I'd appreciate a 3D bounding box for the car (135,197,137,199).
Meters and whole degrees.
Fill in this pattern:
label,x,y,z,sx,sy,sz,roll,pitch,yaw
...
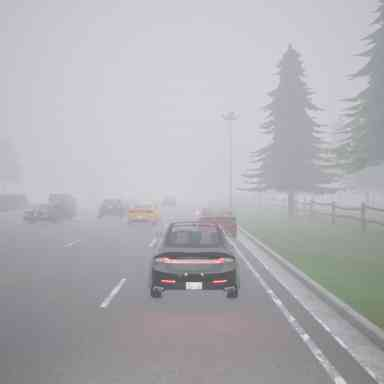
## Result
label,x,y,z,sx,sy,sz,roll,pitch,yaw
car,-10.358,1.564,59.254,1.994,1.385,4.181,0,0,0

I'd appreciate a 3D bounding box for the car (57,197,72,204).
label,x,y,z,sx,sy,sz,roll,pitch,yaw
car,-24.696,1.600,64.305,1.895,1.301,4.718,0,0,-32

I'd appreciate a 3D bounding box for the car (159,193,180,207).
label,x,y,z,sx,sy,sz,roll,pitch,yaw
car,-3.363,1.351,49.834,2.097,1.767,4.553,0,0,0

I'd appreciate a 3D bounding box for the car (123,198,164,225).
label,x,y,z,sx,sy,sz,roll,pitch,yaw
car,-3.383,1.477,24.166,1.882,1.535,5.008,0,0,0

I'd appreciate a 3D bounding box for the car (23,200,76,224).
label,x,y,z,sx,sy,sz,roll,pitch,yaw
car,-10.383,1.547,24.626,2.033,1.411,5.357,0,0,0

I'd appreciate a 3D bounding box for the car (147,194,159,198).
label,x,y,z,sx,sy,sz,roll,pitch,yaw
car,-6.860,1.525,60.057,1.812,1.442,4.674,0,0,0

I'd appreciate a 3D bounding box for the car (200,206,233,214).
label,x,y,z,sx,sy,sz,roll,pitch,yaw
car,1.238,1.478,17.810,1.882,1.535,5.008,0,0,0

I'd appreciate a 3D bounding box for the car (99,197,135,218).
label,x,y,z,sx,sy,sz,roll,pitch,yaw
car,-6.878,1.352,30.148,2.097,1.767,4.553,0,0,0

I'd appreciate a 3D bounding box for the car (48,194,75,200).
label,x,y,z,sx,sy,sz,roll,pitch,yaw
car,-14.689,1.221,37.703,2.150,2.045,5.566,0,0,-8

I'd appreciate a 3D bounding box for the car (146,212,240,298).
label,x,y,z,sx,sy,sz,roll,pitch,yaw
car,0.058,1.492,8.469,2.128,1.511,4.902,0,0,0
